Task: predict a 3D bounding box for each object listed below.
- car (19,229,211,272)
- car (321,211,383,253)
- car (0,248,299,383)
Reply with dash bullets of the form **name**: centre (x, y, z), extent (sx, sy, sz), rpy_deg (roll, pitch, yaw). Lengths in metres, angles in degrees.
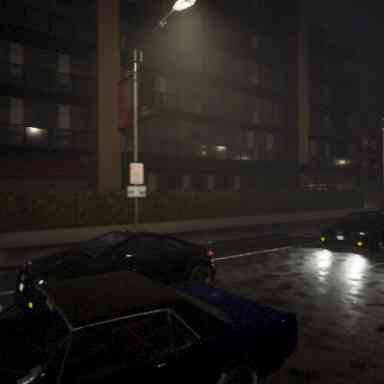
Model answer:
- **car**: centre (-1.489, 1.545, 7.240), extent (4.181, 1.385, 1.994), rpy_deg (0, 0, -35)
- **car**: centre (7.051, 1.477, 13.362), extent (4.181, 1.385, 1.994), rpy_deg (0, 0, -36)
- **car**: centre (-1.190, 1.596, 3.145), extent (4.718, 1.301, 1.895), rpy_deg (0, 0, -36)
